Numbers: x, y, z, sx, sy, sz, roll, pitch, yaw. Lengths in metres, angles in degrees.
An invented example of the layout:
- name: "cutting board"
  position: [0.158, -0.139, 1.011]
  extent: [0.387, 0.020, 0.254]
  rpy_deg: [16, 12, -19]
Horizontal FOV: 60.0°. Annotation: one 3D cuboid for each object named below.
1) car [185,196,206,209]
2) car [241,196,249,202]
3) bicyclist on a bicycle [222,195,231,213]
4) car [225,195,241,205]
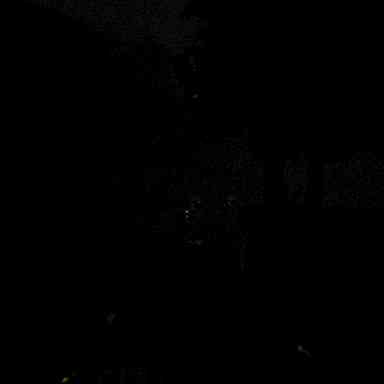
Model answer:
- name: "car"
  position: [0.462, 1.208, 40.165]
  extent: [1.812, 1.442, 4.674]
  rpy_deg: [1, 0, 10]
- name: "car"
  position: [11.392, 1.516, 73.018]
  extent: [2.033, 1.411, 5.357]
  rpy_deg: [1, 0, 18]
- name: "bicyclist on a bicycle"
  position: [3.157, 1.211, 31.870]
  extent: [0.582, 1.620, 1.656]
  rpy_deg: [1, 0, 8]
- name: "car"
  position: [6.430, 1.300, 53.946]
  extent: [1.837, 1.490, 4.892]
  rpy_deg: [1, 0, 13]
